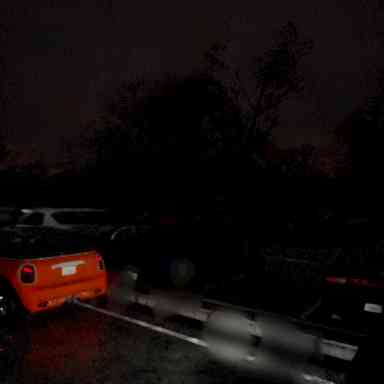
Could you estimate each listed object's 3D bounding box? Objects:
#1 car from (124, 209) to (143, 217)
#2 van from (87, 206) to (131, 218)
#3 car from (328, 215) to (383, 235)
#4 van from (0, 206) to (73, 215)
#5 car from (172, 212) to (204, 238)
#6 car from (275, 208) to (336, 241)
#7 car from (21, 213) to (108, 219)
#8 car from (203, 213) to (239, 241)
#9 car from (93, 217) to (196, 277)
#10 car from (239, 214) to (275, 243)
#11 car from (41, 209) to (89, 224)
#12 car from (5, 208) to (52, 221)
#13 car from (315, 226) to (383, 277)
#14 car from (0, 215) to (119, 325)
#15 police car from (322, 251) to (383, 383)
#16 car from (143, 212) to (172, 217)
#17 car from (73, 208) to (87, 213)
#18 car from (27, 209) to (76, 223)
[{"bbox_3d":[-3.374,2.531,29.564,2.002,1.452,4.674,-1,-3,37],"label":"car"},{"bbox_3d":[-7.728,2.354,33.049,1.878,1.987,4.442,-1,-3,37],"label":"van"},{"bbox_3d":[9.911,2.244,19.431,2.097,1.535,5.008,-1,-3,37],"label":"car"},{"bbox_3d":[-8.939,1.790,17.528,1.878,1.987,4.442,-1,-3,37],"label":"van"},{"bbox_3d":[1.054,2.407,26.184,2.097,1.535,5.008,-1,-3,37],"label":"car"},{"bbox_3d":[7.684,2.030,21.111,2.435,2.045,5.566,-1,-3,37],"label":"car"},{"bbox_3d":[-6.786,1.969,15.723,2.097,1.535,5.008,-1,-3,37],"label":"car"},{"bbox_3d":[3.253,2.394,24.476,2.163,1.488,4.792,-1,-3,37],"label":"car"},{"bbox_3d":[-2.324,1.886,12.322,2.231,1.521,4.892,-1,-3,37],"label":"car"},{"bbox_3d":[5.503,2.353,22.834,2.163,1.488,4.792,-1,-3,37],"label":"car"},{"bbox_3d":[-14.431,2.759,38.019,2.002,1.452,4.674,-1,-3,37],"label":"car"},{"bbox_3d":[-21.069,2.889,43.091,2.097,1.535,5.008,-2,-3,37],"label":"car"},{"bbox_3d":[4.359,1.768,7.225,2.097,1.535,5.008,-1,-2,37],"label":"car"},{"bbox_3d":[-4.111,1.597,7.863,4.553,1.767,2.097,-1,-3,37],"label":"car"},{"bbox_3d":[3.737,1.536,1.859,5.238,1.638,1.930,-1,-2,37],"label":"police car"},{"bbox_3d":[-1.271,2.440,27.731,1.946,1.575,5.366,-1,-3,37],"label":"car"},{"bbox_3d":[-10.027,2.494,34.616,2.185,1.767,4.553,-1,-3,37],"label":"car"},{"bbox_3d":[-16.642,2.772,39.716,2.097,1.535,5.008,-2,-3,37],"label":"car"}]
